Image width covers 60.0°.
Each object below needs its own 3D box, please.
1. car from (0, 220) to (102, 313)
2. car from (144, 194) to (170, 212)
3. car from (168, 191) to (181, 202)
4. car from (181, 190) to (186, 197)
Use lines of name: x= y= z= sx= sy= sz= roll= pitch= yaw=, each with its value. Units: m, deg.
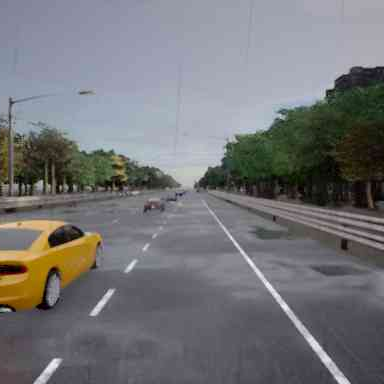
car: x=-3.496 y=1.379 z=7.580 sx=1.882 sy=1.535 sz=5.008 roll=0 pitch=1 yaw=0
car: x=-3.452 y=1.126 z=31.853 sx=1.812 sy=1.442 sz=4.674 roll=0 pitch=1 yaw=0
car: x=-3.357 y=0.861 z=55.015 sx=2.033 sy=1.411 sz=5.357 roll=0 pitch=1 yaw=0
car: x=-3.231 y=0.442 z=83.117 sx=1.882 sy=1.535 sz=5.008 roll=0 pitch=1 yaw=0
